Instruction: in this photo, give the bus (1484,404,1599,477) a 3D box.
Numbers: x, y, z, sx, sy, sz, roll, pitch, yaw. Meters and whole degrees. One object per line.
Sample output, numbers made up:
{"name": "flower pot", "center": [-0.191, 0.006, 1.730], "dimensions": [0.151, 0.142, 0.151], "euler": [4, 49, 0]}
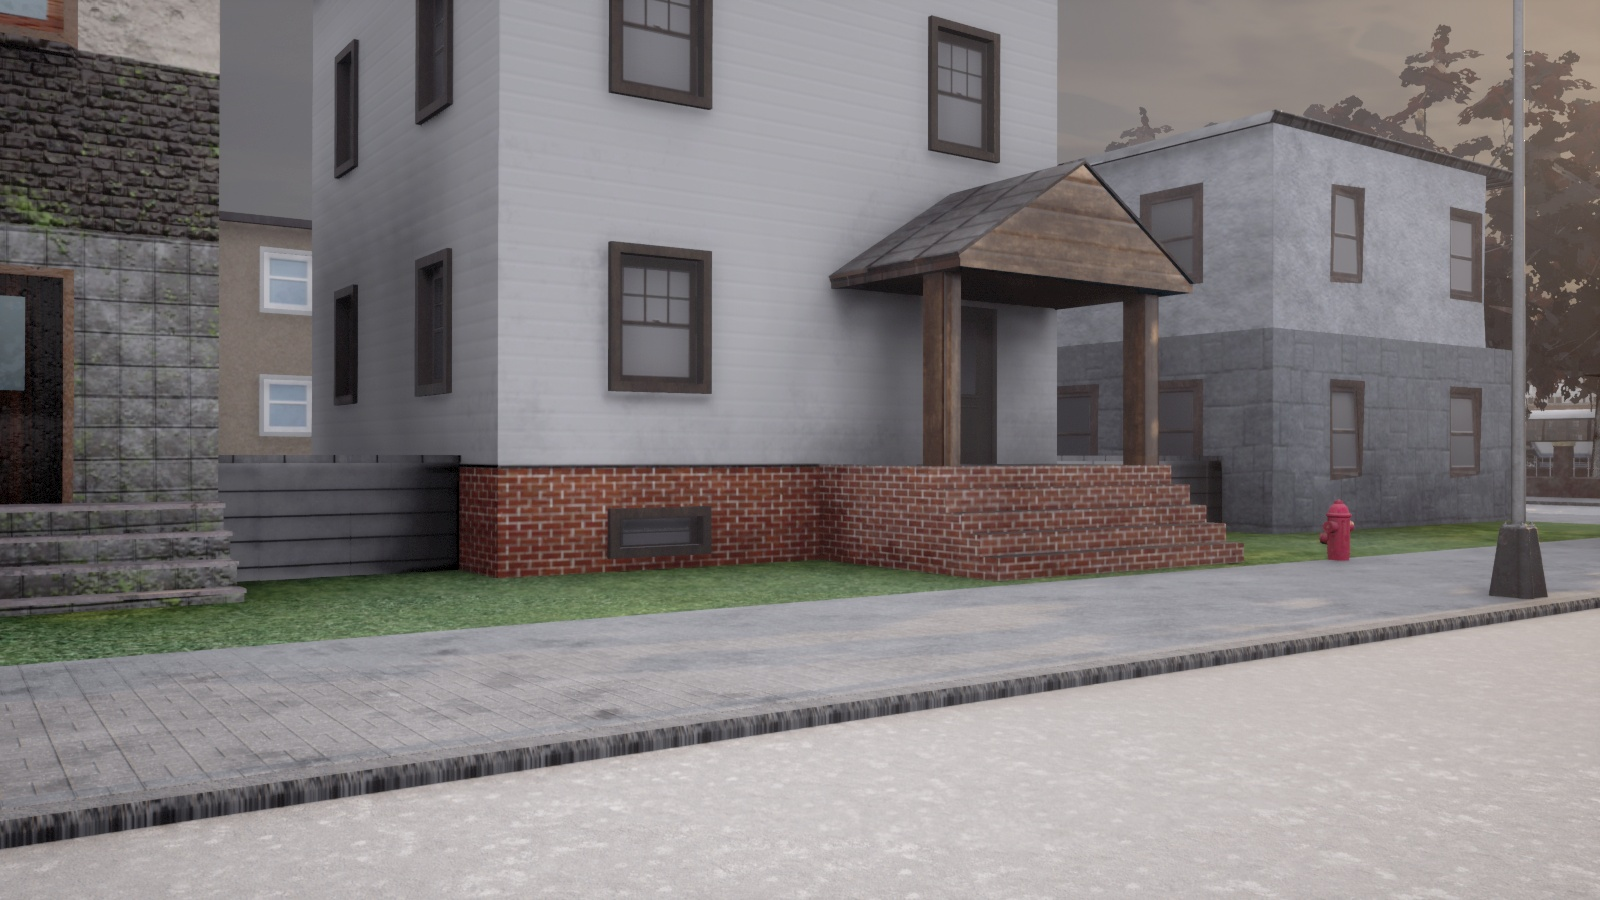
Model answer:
{"name": "bus", "center": [47.707, -0.547, 76.169], "dimensions": [3.944, 4.253, 10.273], "euler": [0, 0, -34]}
